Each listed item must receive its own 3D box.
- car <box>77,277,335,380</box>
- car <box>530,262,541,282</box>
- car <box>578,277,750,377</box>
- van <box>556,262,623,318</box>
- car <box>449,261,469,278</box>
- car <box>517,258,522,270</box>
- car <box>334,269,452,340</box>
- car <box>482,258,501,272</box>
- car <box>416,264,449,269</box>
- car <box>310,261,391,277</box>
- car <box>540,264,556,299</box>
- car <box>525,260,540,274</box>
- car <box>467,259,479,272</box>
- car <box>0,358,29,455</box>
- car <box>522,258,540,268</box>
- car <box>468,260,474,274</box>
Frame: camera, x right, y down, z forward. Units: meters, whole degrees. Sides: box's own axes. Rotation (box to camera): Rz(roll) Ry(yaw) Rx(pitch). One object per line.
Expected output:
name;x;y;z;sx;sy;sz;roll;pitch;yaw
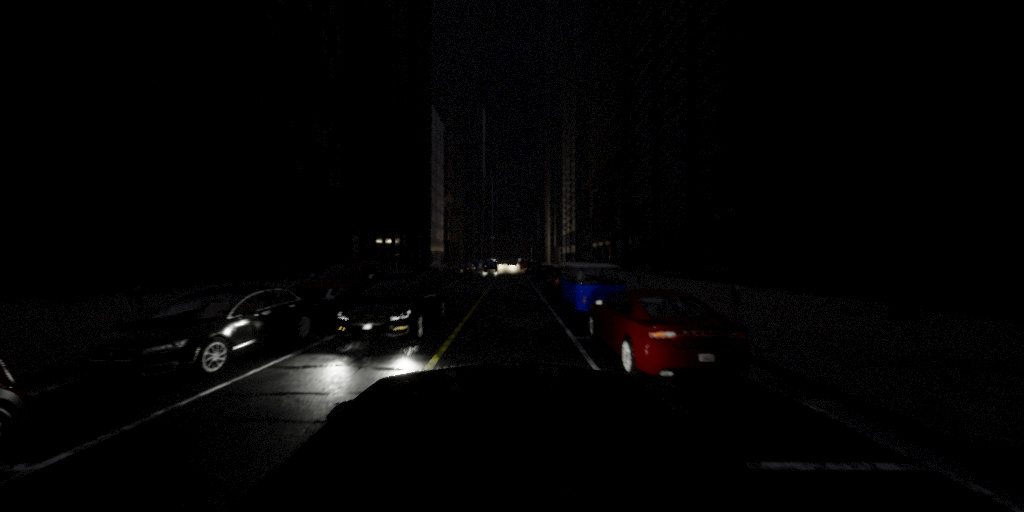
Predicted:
car;-5.763;1.320;7.304;2.007;1.370;4.403;0;0;0
car;2.764;1.417;29.754;1.948;1.339;4.313;0;0;0
car;2.762;1.314;7.319;1.888;1.381;4.507;0;0;0
van;2.763;1.130;12.927;1.690;1.789;3.998;0;0;0
car;-5.761;1.424;35.351;2.007;1.370;4.403;0;0;0
car;2.390;1.321;58.334;2.097;1.767;4.553;0;0;0
car;-3.100;1.284;10.114;1.837;1.490;4.892;0;0;0
car;-3.064;1.420;52.068;1.882;1.535;5.008;0;0;0
car;-5.762;1.396;24.132;1.948;1.339;4.313;0;0;0
car;-5.762;1.104;12.913;2.192;1.841;5.009;0;0;0
car;2.763;1.249;18.536;1.967;1.591;4.097;0;0;0
car;2.765;1.478;40.972;1.802;1.307;4.207;0;0;0
car;-5.760;1.445;46.399;1.751;1.417;4.829;0;0;0
car;-5.763;1.190;1.695;1.967;1.591;4.097;0;0;0
car;2.765;1.234;46.581;2.192;1.841;5.009;0;0;0
car;-5.761;1.478;40.960;1.802;1.307;4.207;0;0;0
